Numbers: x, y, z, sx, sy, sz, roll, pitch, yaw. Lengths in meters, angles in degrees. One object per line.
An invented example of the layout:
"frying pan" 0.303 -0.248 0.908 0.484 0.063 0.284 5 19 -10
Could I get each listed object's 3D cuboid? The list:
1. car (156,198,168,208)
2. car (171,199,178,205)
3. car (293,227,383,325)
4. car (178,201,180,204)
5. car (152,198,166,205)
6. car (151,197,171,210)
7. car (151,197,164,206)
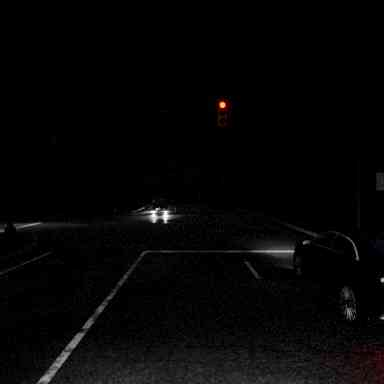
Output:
"car" -4.941 1.750 53.586 1.812 1.442 4.674 0 -1 -7
"car" -5.182 2.214 74.163 1.994 1.385 4.181 0 -1 -19
"car" 3.582 1.492 7.038 2.128 1.511 4.902 0 0 1
"car" -4.732 2.441 83.504 1.895 1.301 4.718 0 -1 -22
"car" -8.359 2.345 83.112 1.882 1.535 5.008 0 -1 -25
"car" -4.124 1.680 43.632 1.895 1.301 4.718 0 -1 -2
"car" -6.940 1.861 66.625 2.097 1.767 4.553 0 -1 -12
